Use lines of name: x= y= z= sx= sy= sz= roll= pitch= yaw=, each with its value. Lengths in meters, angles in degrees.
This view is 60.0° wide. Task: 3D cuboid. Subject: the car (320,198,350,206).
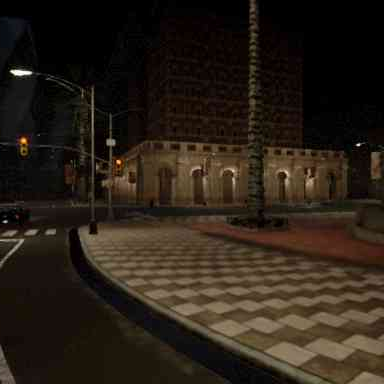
car: x=23.002 y=1.630 z=53.577 sx=4.718 sy=1.301 sz=1.895 roll=0 pitch=0 yaw=-21

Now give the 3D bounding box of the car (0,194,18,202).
car: x=-35.770 y=1.473 z=64.585 sx=1.882 sy=1.535 sz=5.008 roll=0 pitch=0 yaw=-21

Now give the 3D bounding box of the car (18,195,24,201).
car: x=-41.529 y=1.472 z=79.901 sx=1.882 sy=1.535 sz=5.008 roll=0 pitch=0 yaw=-20

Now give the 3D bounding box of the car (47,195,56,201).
car: x=-35.551 y=1.535 z=83.861 sx=2.033 sy=1.411 sz=5.357 roll=0 pitch=0 yaw=-21

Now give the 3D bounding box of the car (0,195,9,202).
car: x=-44.788 y=1.517 z=78.625 sx=2.128 sy=1.511 sz=4.902 roll=0 pitch=0 yaw=-20

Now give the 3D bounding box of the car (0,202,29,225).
car: x=-12.606 y=1.599 z=23.271 sx=1.895 sy=1.301 sz=4.718 roll=0 pitch=0 yaw=-20

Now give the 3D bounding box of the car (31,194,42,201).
car: x=-38.972 y=1.350 z=83.003 sx=2.097 sy=1.767 sz=4.553 roll=0 pitch=0 yaw=-21
